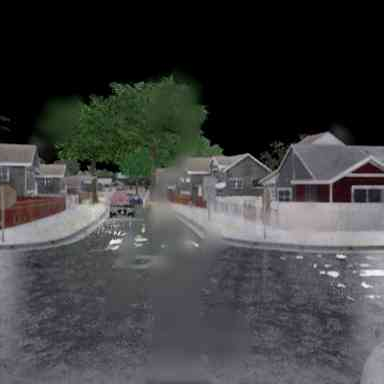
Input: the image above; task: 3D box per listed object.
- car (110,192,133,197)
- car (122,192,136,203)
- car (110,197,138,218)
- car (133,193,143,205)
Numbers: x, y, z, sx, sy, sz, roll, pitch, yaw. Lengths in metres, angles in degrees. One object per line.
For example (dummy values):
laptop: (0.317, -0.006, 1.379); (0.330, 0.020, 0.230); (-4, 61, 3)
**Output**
car: (-9.282, 0.974, 42.751); (2.150, 2.045, 5.566); (0, 1, -15)
car: (-11.635, 0.983, 61.170); (2.097, 1.767, 4.553); (0, 0, -14)
car: (-5.874, 1.405, 28.151); (1.994, 1.385, 4.181); (0, 0, -11)
car: (-8.915, 1.038, 51.581); (2.097, 1.767, 4.553); (0, 0, -16)
